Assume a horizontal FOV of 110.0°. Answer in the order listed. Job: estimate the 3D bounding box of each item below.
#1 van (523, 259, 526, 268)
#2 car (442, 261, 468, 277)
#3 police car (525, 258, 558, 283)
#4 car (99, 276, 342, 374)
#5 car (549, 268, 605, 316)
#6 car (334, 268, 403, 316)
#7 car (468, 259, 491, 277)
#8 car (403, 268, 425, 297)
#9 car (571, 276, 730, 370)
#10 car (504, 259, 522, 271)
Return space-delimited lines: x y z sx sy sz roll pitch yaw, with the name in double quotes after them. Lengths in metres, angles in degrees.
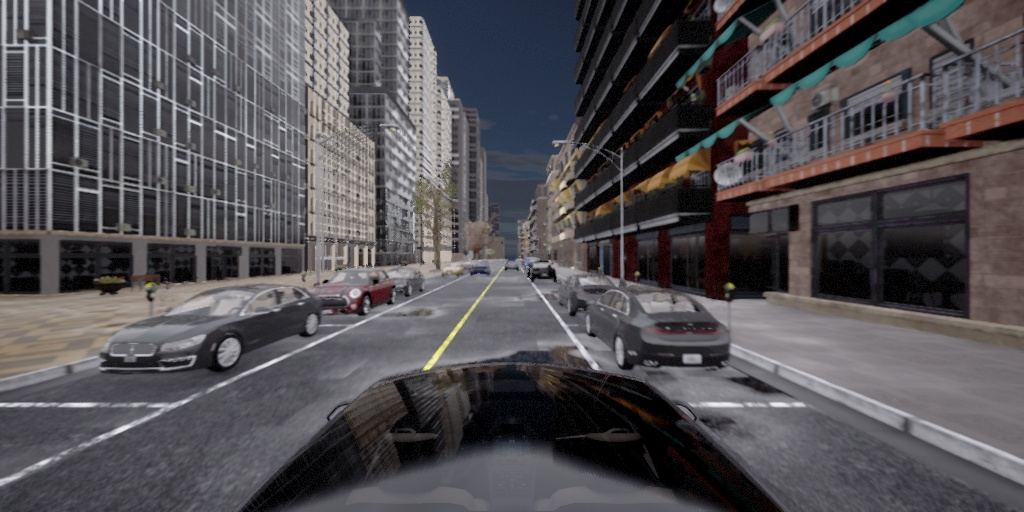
2.666 1.091 46.259 1.690 1.789 3.998 0 0 0 "van"
-5.708 1.270 35.020 1.751 1.417 4.829 0 0 0 "car"
2.353 1.169 28.441 1.930 1.638 5.238 0 0 0 "police car"
-5.694 1.298 7.528 2.007 1.370 4.403 0 0 0 "car"
2.684 1.297 13.065 2.007 1.370 4.403 0 0 0 "car"
-5.697 1.186 13.061 1.967 1.591 4.097 0 0 0 "car"
-3.113 1.293 36.268 2.033 1.411 5.357 0 0 0 "car"
-5.700 1.295 18.592 2.007 1.370 4.403 0 0 0 "car"
2.686 1.299 7.532 2.007 1.370 4.403 0 0 0 "car"
-0.015 1.315 48.931 1.994 1.385 4.181 0 0 0 "car"
